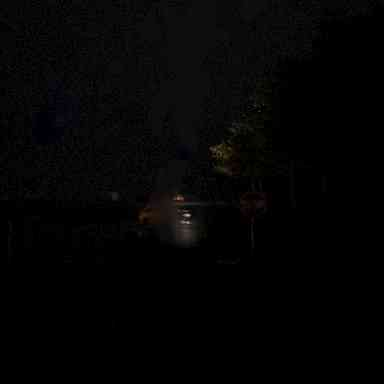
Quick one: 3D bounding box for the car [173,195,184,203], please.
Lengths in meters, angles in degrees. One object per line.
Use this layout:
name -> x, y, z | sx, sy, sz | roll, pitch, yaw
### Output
car -> -2.763, 1.453, 69.318 | 2.097, 1.767, 4.553 | 0, 0, 0

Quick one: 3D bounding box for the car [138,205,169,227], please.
car -> -2.758, 1.711, 24.761 | 1.882, 1.535, 5.008 | 0, 0, 0
